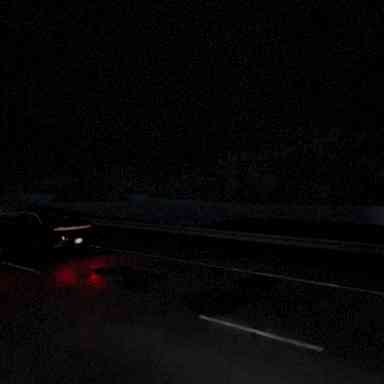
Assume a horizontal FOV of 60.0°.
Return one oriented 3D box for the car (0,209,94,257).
[{"bbox_3d":[-5.703,1.370,12.366,4.902,1.511,2.128,1,0,36],"label":"car"}]
